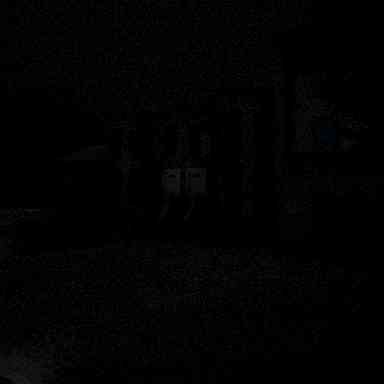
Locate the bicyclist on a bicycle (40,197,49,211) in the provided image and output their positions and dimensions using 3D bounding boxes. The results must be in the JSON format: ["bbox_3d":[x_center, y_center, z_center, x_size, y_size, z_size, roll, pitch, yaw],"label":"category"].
[{"bbox_3d":[-16.470,1.343,37.089,1.656,1.620,0.582,0,1,36],"label":"bicyclist on a bicycle"}]
